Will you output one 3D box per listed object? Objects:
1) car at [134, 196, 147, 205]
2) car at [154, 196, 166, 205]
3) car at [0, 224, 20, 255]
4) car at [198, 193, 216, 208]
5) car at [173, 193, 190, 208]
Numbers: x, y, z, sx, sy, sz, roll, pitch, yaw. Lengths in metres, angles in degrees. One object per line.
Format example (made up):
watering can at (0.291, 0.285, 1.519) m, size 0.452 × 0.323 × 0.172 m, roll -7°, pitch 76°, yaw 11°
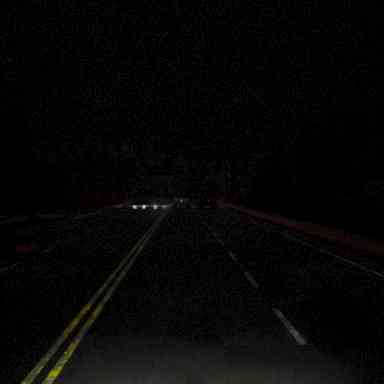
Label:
car at (-9.023, 1.501, 58.353) m, size 1.882 × 1.535 × 5.008 m, roll 0°, pitch 0°, yaw -1°
car at (-5.533, 1.471, 58.602) m, size 1.882 × 1.535 × 5.008 m, roll 0°, pitch 0°, yaw -1°
car at (-7.419, 1.617, 10.804) m, size 1.994 × 1.385 × 4.181 m, roll 0°, pitch 0°, yaw -2°
car at (2.050, 1.161, 45.884) m, size 2.150 × 2.045 × 5.566 m, roll 0°, pitch 0°, yaw -2°
car at (-1.474, 1.191, 46.474) m, size 2.150 × 2.045 × 5.566 m, roll 0°, pitch 0°, yaw -2°
